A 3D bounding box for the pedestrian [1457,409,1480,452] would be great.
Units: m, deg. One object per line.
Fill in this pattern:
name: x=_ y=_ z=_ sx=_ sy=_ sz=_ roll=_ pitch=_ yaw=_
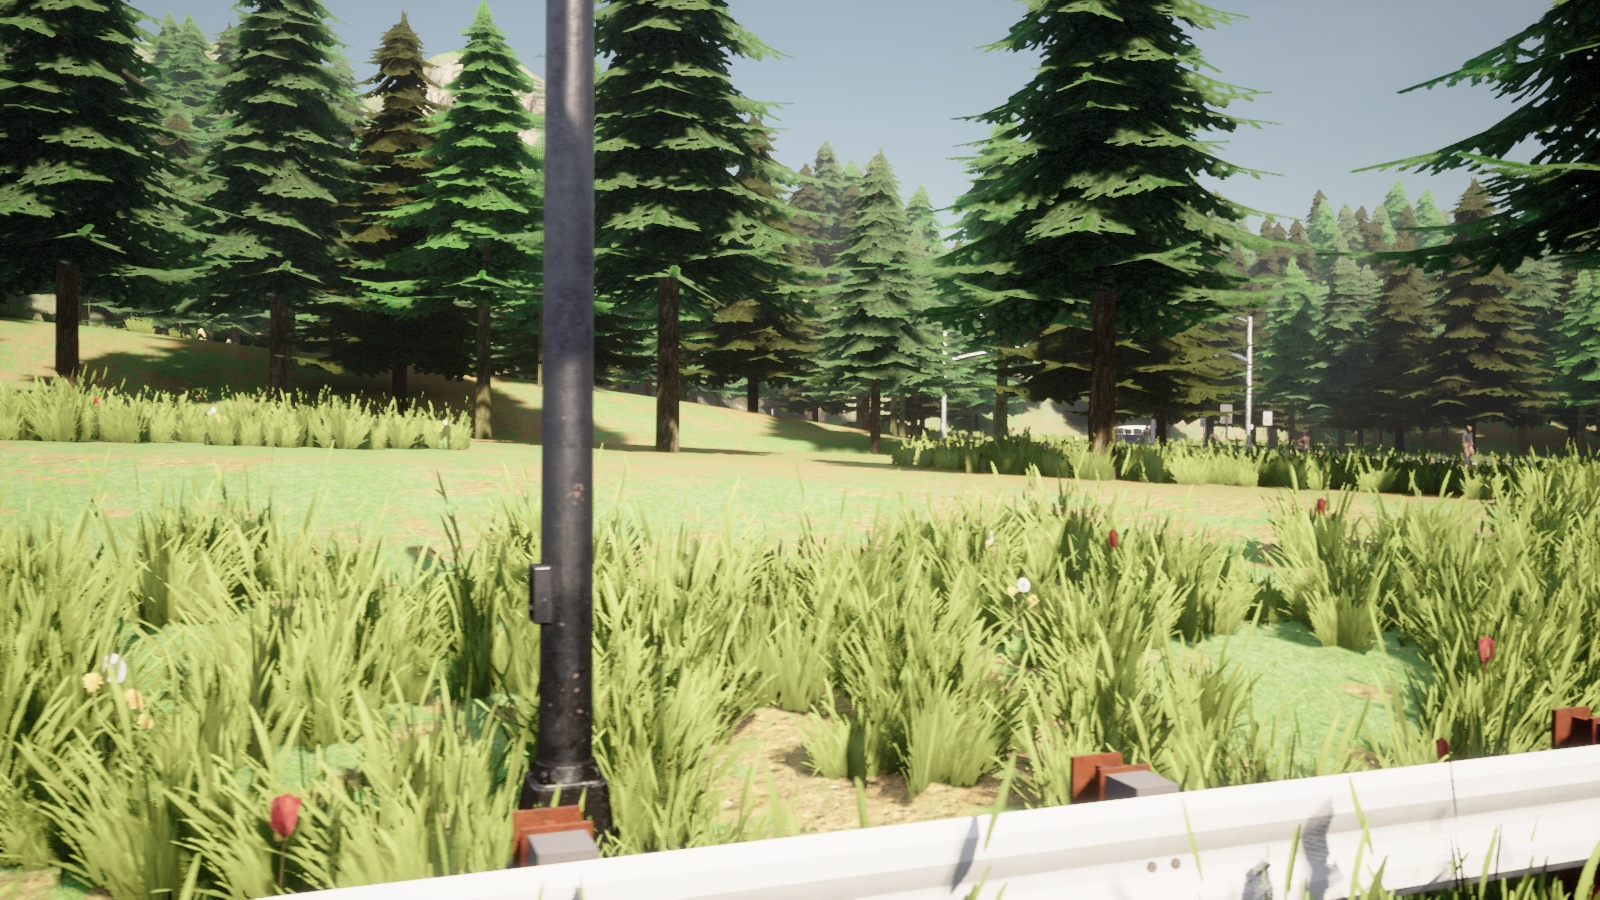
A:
pedestrian: x=29.073 y=-0.852 z=54.645 sx=0.540 sy=1.848 sz=0.694 roll=-1 pitch=1 yaw=-19
